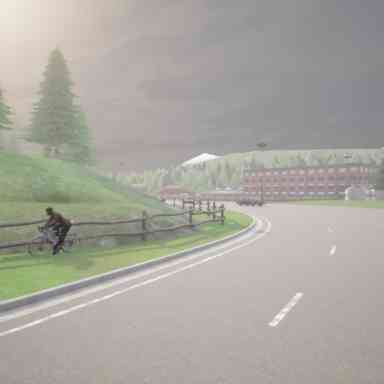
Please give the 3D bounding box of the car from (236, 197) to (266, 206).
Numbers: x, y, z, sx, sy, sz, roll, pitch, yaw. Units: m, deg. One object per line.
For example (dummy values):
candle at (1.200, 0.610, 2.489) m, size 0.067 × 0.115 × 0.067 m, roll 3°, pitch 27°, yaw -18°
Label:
car at (9.419, 1.546, 53.386) m, size 2.033 × 1.411 × 5.357 m, roll 0°, pitch 0°, yaw -33°

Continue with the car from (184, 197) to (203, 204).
car at (0.183, 1.563, 60.095) m, size 1.994 × 1.385 × 4.181 m, roll 0°, pitch 0°, yaw -39°

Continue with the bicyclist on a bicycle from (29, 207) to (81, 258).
bicyclist on a bicycle at (-4.454, 1.293, 10.846) m, size 1.656 × 1.620 × 0.582 m, roll -3°, pitch 2°, yaw -39°

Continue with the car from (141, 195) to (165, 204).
car at (-7.171, 1.600, 63.709) m, size 1.895 × 1.301 × 4.718 m, roll 0°, pitch 0°, yaw -40°
